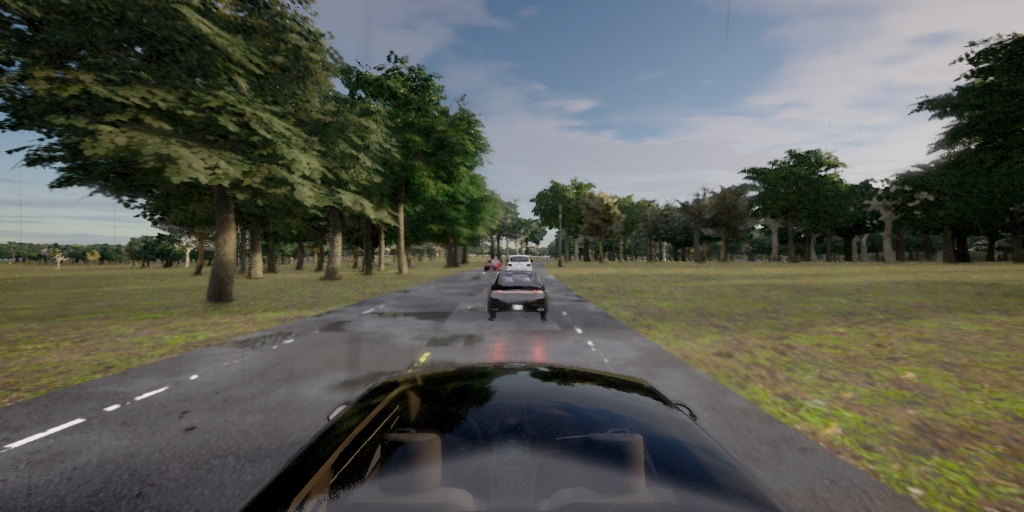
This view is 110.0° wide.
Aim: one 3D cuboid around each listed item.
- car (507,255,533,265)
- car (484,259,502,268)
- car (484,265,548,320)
[{"bbox_3d":[0.721,0.931,32.688,2.150,2.045,5.566,0,0,2],"label":"car"},{"bbox_3d":[-2.345,1.147,44.906,1.882,1.535,5.008,0,0,3],"label":"car"},{"bbox_3d":[0.200,1.242,12.568,2.128,1.511,4.902,0,0,1],"label":"car"}]
